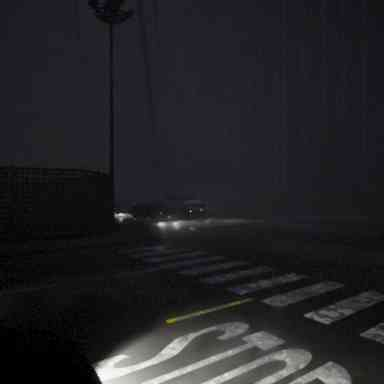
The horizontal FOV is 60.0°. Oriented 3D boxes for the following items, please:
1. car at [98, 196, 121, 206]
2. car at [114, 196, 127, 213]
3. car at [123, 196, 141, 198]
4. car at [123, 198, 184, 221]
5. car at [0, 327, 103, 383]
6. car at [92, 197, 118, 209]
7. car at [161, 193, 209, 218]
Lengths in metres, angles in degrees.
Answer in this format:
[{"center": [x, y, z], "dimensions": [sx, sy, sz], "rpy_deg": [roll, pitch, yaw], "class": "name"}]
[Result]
[{"center": [-12.961, 1.354, 52.271], "dimensions": [1.837, 1.490, 4.892], "rpy_deg": [0, 0, -36], "class": "car"}, {"center": [-8.535, 1.448, 33.729], "dimensions": [1.994, 1.385, 4.181], "rpy_deg": [0, 0, -35], "class": "car"}, {"center": [-6.431, 1.219, 36.795], "dimensions": [2.097, 1.767, 4.553], "rpy_deg": [0, 0, -36], "class": "car"}, {"center": [-3.175, 1.431, 26.237], "dimensions": [2.033, 1.411, 5.357], "rpy_deg": [0, 0, -36], "class": "car"}, {"center": [-2.581, 1.569, 1.915], "dimensions": [4.181, 1.385, 1.994], "rpy_deg": [0, 0, -35], "class": "car"}, {"center": [-11.603, 1.431, 44.027], "dimensions": [1.994, 1.385, 4.181], "rpy_deg": [0, 0, -35], "class": "car"}, {"center": [-0.852, 1.089, 28.999], "dimensions": [2.150, 2.045, 5.566], "rpy_deg": [0, 0, -36], "class": "car"}]
